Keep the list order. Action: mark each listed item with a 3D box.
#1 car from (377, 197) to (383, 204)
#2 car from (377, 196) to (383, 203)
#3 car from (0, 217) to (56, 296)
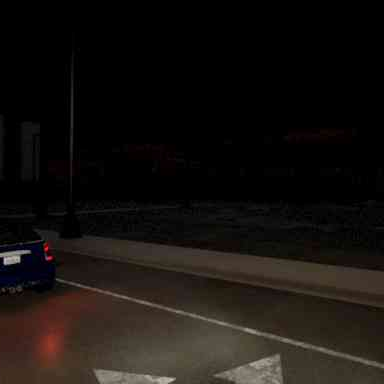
[{"bbox_3d":[39.877,1.733,67.937,2.038,1.542,4.974,1,1,6],"label":"car"},{"bbox_3d":[39.884,1.575,67.987,1.853,1.218,4.536,1,1,6],"label":"car"},{"bbox_3d":[-5.232,1.345,7.733,4.553,1.767,2.097,0,0,36],"label":"car"}]
